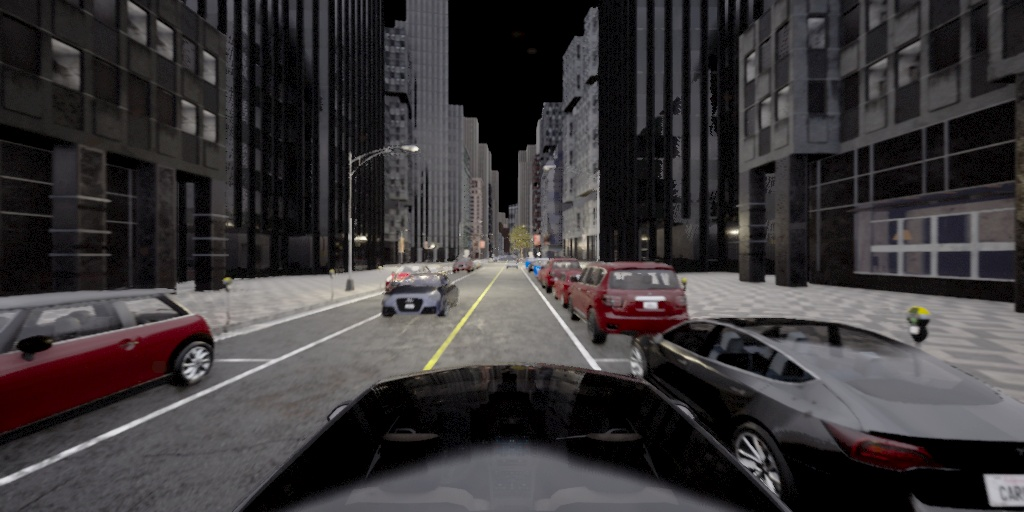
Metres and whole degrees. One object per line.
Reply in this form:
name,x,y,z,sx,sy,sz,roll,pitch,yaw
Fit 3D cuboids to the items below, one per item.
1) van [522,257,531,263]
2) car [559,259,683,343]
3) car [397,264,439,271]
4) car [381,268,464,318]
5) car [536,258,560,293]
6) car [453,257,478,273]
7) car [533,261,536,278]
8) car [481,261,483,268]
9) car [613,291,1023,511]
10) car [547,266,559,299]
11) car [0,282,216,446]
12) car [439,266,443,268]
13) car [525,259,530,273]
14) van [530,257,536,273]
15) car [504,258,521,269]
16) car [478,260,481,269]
van,2.797,1.093,53.652,1.690,1.789,3.998,0,0,0
car,2.767,1.064,9.551,2.192,1.841,5.009,0,0,0
car,-5.751,1.189,20.577,1.967,1.591,4.097,0,0,0
car,-3.080,1.313,12.777,1.994,1.385,4.181,0,0,0
car,2.774,1.064,20.576,2.192,1.841,5.009,0,0,0
car,-5.736,1.065,42.630,2.192,1.841,5.009,0,0,0
car,2.778,1.295,26.089,1.888,1.381,4.507,0,0,0
car,-5.728,1.277,53.486,1.751,1.417,4.829,0,0,0
car,2.763,1.316,4.038,1.948,1.339,4.313,0,0,0
car,2.770,1.295,15.064,1.888,1.381,4.507,0,0,0
car,-5.762,1.190,4.038,1.967,1.591,4.097,0,0,0
car,-5.747,1.275,25.920,1.751,1.417,4.829,0,0,0
car,2.790,1.317,42.627,1.948,1.339,4.313,0,0,0
van,2.782,1.091,31.602,1.690,1.789,3.998,0,0,0
car,0.038,1.353,55.128,1.895,1.301,4.718,0,0,0
car,-5.732,1.302,48.143,2.007,1.370,4.403,0,0,0
